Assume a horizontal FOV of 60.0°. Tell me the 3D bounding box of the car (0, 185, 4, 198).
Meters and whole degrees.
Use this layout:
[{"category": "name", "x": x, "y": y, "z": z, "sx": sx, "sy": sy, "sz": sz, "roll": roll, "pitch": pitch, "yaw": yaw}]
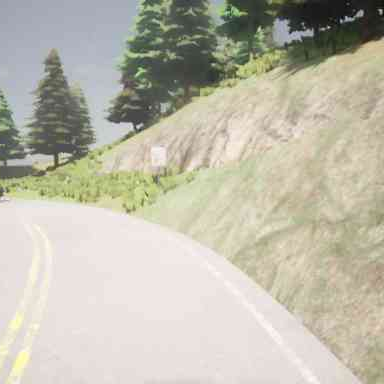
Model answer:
[{"category": "car", "x": -13.364, "y": -0.187, "z": 19.881, "sx": 4.674, "sy": 1.442, "sz": 1.812, "roll": 2, "pitch": 4, "yaw": 24}]
